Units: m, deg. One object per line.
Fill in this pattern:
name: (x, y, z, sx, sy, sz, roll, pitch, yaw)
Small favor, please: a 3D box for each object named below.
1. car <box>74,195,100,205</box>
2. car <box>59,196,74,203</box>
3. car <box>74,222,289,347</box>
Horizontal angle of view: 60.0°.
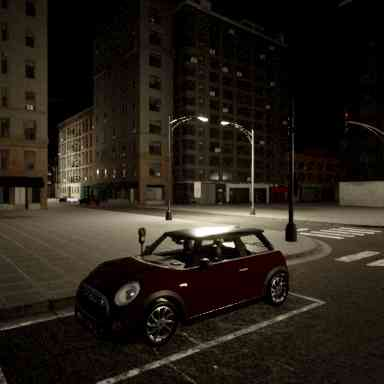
car: (-15.838, 1.219, 51.154, 2.128, 1.511, 4.902, 0, 0, -38)
car: (-22.162, 1.273, 59.253, 1.895, 1.301, 4.718, 0, 0, -39)
car: (-0.043, 1.440, 6.273, 4.097, 1.590, 1.967, 0, 0, -38)
